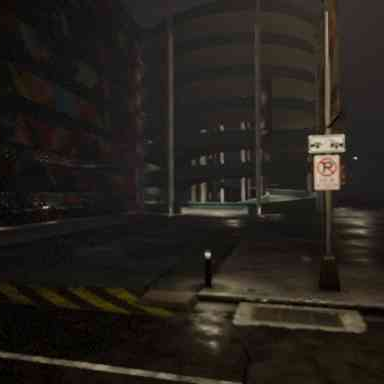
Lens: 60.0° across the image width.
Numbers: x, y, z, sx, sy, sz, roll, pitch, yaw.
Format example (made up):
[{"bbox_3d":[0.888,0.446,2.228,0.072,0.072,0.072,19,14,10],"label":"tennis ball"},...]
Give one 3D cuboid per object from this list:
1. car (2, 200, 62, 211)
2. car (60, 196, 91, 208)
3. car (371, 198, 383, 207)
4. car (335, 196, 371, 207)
[{"bbox_3d":[-14.665,1.704,30.107,4.674,1.452,2.002,0,-1,14],"label":"car"},{"bbox_3d":[-20.623,1.730,58.368,5.566,2.045,2.435,0,-1,14],"label":"car"},{"bbox_3d":[33.320,1.913,61.012,1.882,1.535,5.008,0,-1,-29],"label":"car"},{"bbox_3d":[29.292,1.683,61.460,2.150,2.045,5.566,0,-1,-27],"label":"car"}]
